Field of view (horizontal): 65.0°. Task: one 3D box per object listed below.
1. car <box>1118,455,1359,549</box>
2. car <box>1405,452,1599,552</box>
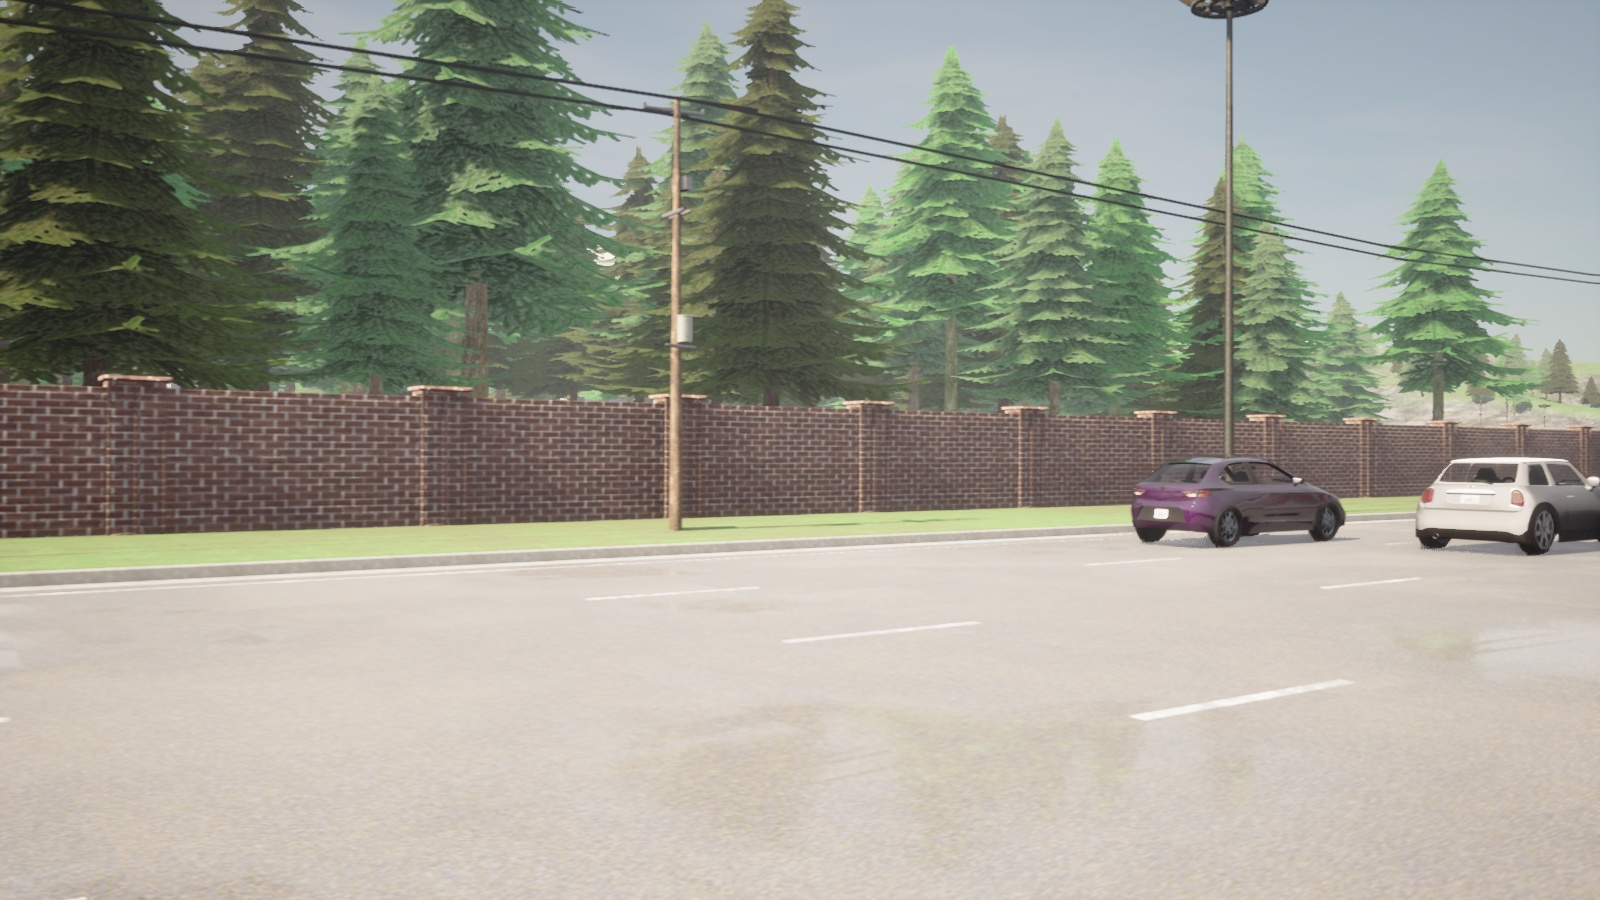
[{"bbox_3d":[7.640,0.824,21.760,4.193,1.474,1.816,0,0,-35],"label":"car"},{"bbox_3d":[11.824,0.768,20.407,3.806,1.475,1.970,0,0,-35],"label":"car"}]
